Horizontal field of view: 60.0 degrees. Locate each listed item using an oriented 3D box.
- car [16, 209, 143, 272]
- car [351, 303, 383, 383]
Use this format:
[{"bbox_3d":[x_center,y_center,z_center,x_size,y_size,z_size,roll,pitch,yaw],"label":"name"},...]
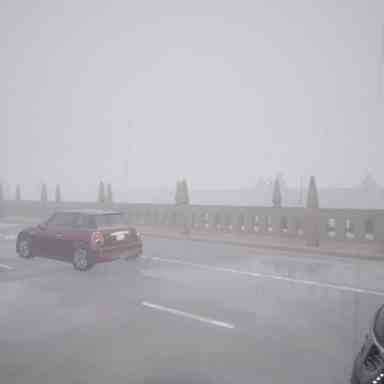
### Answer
[{"bbox_3d":[-3.831,1.354,11.028,4.553,1.767,2.097,0,0,36],"label":"car"},{"bbox_3d":[3.709,1.221,1.346,5.566,2.045,2.150,0,0,36],"label":"car"}]
